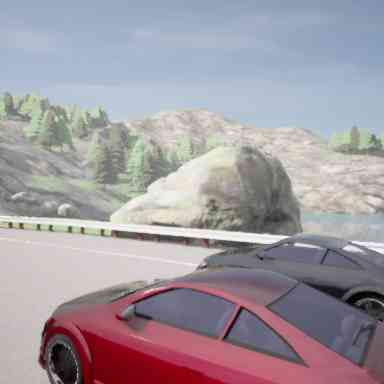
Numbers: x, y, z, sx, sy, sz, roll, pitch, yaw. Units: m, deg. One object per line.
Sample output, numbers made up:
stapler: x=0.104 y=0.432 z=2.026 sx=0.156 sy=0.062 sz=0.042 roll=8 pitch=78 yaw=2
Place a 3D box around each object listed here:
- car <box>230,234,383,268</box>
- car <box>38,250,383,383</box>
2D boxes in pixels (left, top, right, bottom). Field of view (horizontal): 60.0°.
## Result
car: x=2.115 y=1.549 z=6.627 sx=4.181 sy=1.385 sz=1.994 roll=0 pitch=0 yaw=35
car: x=0.176 y=1.556 z=3.721 sx=4.181 sy=1.385 sz=1.994 roll=0 pitch=0 yaw=35
